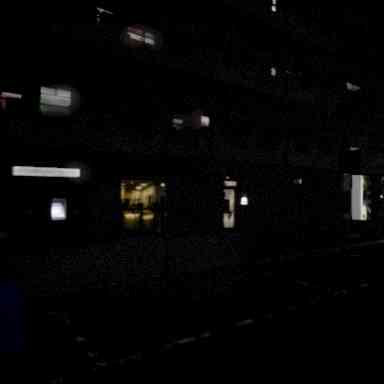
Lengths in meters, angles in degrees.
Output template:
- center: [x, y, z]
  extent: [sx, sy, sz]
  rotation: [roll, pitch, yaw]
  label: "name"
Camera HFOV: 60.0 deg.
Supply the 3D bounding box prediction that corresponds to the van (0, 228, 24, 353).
- center: [-4.038, 1.338, 3.675]
  extent: [3.998, 1.788, 1.690]
  rotation: [0, 0, -35]
  label: "van"
